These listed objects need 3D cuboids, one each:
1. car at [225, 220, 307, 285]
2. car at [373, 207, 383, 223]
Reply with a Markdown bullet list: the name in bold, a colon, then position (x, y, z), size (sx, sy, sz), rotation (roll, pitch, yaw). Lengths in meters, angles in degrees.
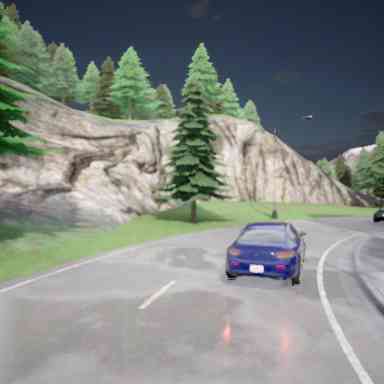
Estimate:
- **car**: position (2.245, 1.549, 9.612), size (1.812, 1.442, 4.674), rotation (0, 0, 20)
- **car**: position (15.554, 1.650, 25.101), size (4.181, 1.385, 1.994), rotation (0, 1, -33)
